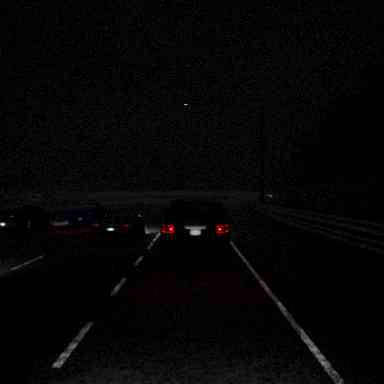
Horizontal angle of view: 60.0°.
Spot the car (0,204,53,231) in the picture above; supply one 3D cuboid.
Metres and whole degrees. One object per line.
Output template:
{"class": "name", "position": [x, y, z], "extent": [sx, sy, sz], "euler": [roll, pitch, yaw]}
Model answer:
{"class": "car", "position": [-10.409, 1.536, 20.807], "extent": [1.837, 1.490, 4.892], "euler": [0, 0, 0]}

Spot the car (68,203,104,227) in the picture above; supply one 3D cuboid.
{"class": "car", "position": [-6.909, 1.513, 23.045], "extent": [1.882, 1.535, 5.008], "euler": [0, 0, 0]}

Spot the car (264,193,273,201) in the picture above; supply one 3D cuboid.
{"class": "car", "position": [20.517, 1.622, 92.141], "extent": [1.812, 1.442, 4.674], "euler": [-1, 1, 17]}

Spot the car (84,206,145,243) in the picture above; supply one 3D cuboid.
{"class": "car", "position": [-3.506, 1.589, 16.341], "extent": [1.994, 1.385, 4.181], "euler": [0, 0, 0]}

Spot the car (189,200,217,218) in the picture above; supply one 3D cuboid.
{"class": "car", "position": [1.153, 1.592, 31.997], "extent": [2.033, 1.411, 5.357], "euler": [0, 0, 9]}

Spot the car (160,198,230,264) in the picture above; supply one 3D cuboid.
{"class": "car", "position": [0.095, 1.240, 12.095], "extent": [2.150, 2.045, 5.566], "euler": [0, 0, 0]}
